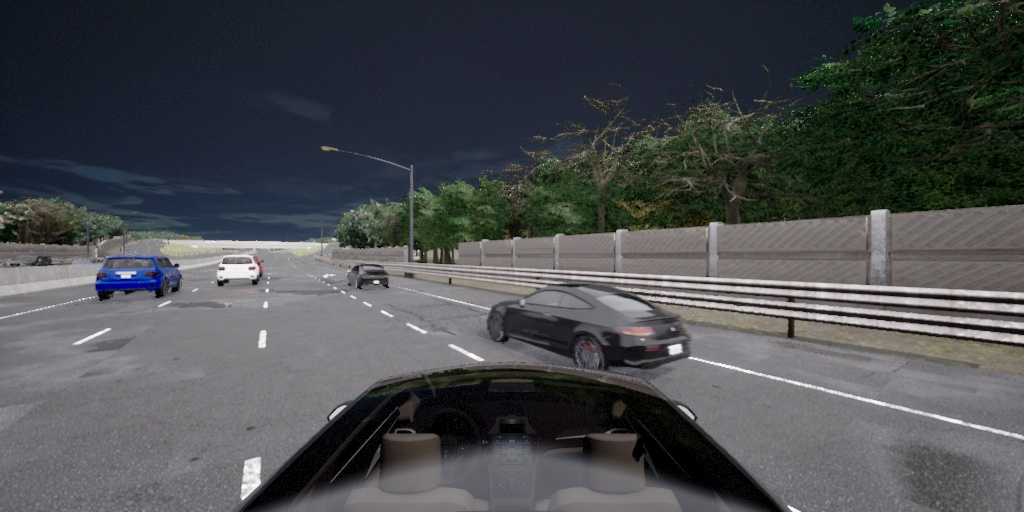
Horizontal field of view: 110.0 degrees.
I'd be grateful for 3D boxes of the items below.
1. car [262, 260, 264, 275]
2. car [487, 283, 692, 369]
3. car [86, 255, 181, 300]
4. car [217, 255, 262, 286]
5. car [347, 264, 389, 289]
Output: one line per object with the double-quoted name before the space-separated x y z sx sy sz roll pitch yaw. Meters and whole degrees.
"car" -25.294 0.978 34.421 2.150 2.045 5.566 0 0 -34
"car" 1.247 1.281 7.461 1.812 1.442 4.674 0 0 -34
"car" -18.574 0.980 18.075 2.150 2.045 5.566 0 0 -34
"car" -19.311 0.980 25.461 2.150 2.045 5.566 0 0 -34
"car" -9.408 1.270 23.260 1.837 1.490 4.892 0 0 -34
